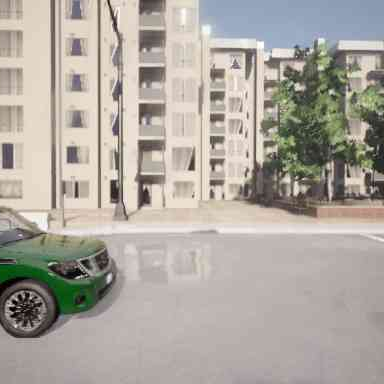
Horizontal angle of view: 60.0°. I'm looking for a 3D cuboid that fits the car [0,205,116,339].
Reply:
[{"bbox_3d":[-4.299,1.220,6.183,5.566,2.045,2.150,0,1,1],"label":"car"}]
